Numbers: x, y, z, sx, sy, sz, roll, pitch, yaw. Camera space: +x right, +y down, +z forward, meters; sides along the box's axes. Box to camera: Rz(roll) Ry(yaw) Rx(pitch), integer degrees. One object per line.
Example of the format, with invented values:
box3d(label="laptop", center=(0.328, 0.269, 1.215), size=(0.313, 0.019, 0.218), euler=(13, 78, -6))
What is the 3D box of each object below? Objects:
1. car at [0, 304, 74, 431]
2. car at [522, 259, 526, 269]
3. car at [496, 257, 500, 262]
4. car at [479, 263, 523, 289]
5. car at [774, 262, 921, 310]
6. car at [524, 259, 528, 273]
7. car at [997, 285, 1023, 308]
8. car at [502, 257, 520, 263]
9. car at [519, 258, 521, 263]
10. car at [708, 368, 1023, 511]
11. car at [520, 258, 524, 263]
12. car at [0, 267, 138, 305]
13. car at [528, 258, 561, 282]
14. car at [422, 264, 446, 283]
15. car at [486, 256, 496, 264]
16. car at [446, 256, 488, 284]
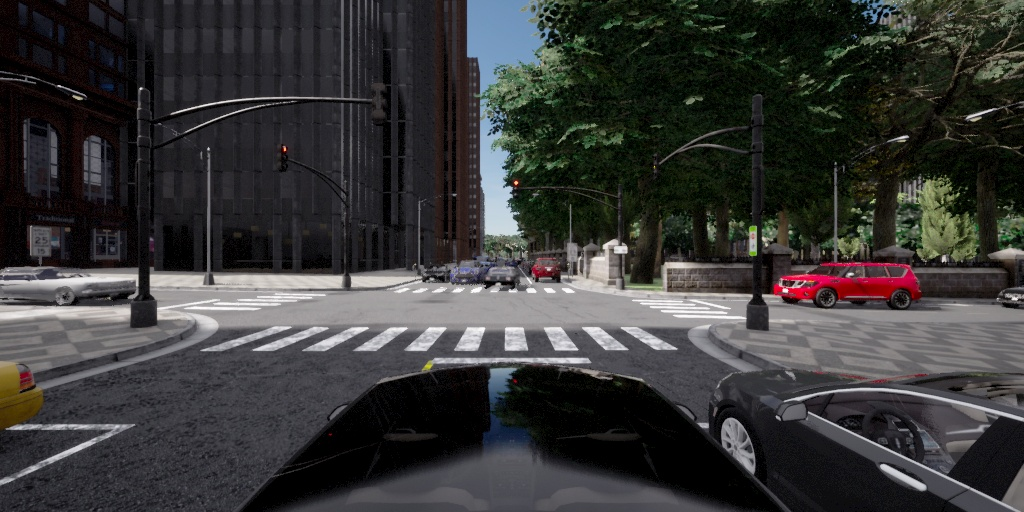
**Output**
box3d(label="car", center=(-5.760, 1.275, 1.577), size=(1.751, 1.417, 4.829), euler=(0, 0, 0))
box3d(label="car", center=(2.618, 1.329, 44.818), size=(2.007, 1.370, 4.403), euler=(0, 0, 0))
box3d(label="car", center=(-3.250, 1.137, 51.088), size=(2.097, 1.767, 4.553), euler=(0, 0, 0))
box3d(label="car", center=(-0.561, 1.362, 23.250), size=(1.895, 1.301, 4.718), euler=(0, 0, 6))
box3d(label="car", center=(15.441, 1.314, 16.638), size=(5.566, 2.045, 2.150), euler=(1, 0, -1))
box3d(label="car", center=(2.636, 1.338, 39.362), size=(1.948, 1.339, 4.313), euler=(0, 0, 0))
box3d(label="car", center=(25.865, 1.811, 16.727), size=(4.892, 1.490, 1.837), euler=(1, 0, 0))
box3d(label="car", center=(-0.140, 1.146, 58.667), size=(2.097, 1.767, 4.553), euler=(0, 0, 0))
box3d(label="car", center=(2.581, 1.231, 55.732), size=(1.967, 1.591, 4.097), euler=(0, 0, 0))
box3d(label="car", center=(2.764, 1.300, 1.785), size=(2.007, 1.370, 4.403), euler=(0, 0, 0))
box3d(label="car", center=(2.599, 1.335, 50.275), size=(2.007, 1.370, 4.403), euler=(0, 0, 0))
box3d(label="car", center=(-16.820, 1.062, 13.149), size=(4.718, 1.301, 1.895), euler=(1, 0, -1))
box3d(label="car", center=(2.673, 1.075, 28.450), size=(2.192, 1.841, 5.009), euler=(0, 0, 0))
box3d(label="car", center=(-5.852, 1.326, 28.411), size=(1.948, 1.339, 4.313), euler=(0, 0, 0))
box3d(label="car", center=(-3.220, 0.992, 37.881), size=(2.150, 2.045, 5.566), euler=(0, 0, 0))
box3d(label="car", center=(-3.248, 1.111, 26.848), size=(2.097, 1.767, 4.553), euler=(0, 0, 1))
